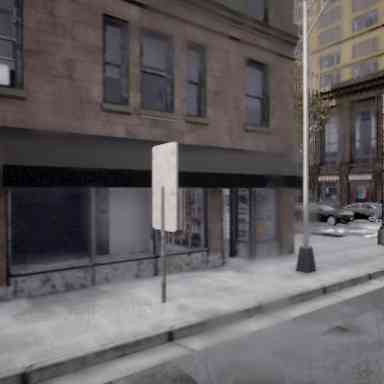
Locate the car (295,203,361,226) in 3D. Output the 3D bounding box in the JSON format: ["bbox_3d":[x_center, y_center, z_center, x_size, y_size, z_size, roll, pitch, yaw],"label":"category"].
[{"bbox_3d":[9.323,1.564,24.519,1.882,1.535,5.008,0,0,-36],"label":"car"}]

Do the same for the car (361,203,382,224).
[{"bbox_3d":[12.932,1.551,25.415,2.128,1.511,4.902,0,0,-35],"label":"car"}]
